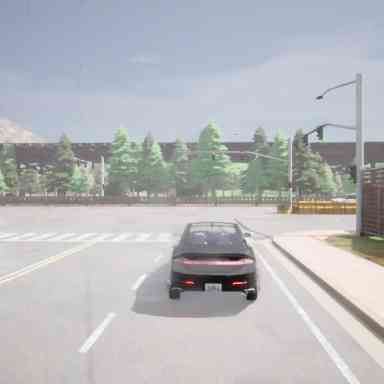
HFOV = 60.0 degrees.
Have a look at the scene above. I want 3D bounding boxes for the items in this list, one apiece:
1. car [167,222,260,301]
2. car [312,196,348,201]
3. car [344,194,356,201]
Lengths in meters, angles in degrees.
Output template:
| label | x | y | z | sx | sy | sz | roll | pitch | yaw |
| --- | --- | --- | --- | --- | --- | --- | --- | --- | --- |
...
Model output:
| label | x | y | z | sx | sy | sz | roll | pitch | yaw |
| --- | --- | --- | --- | --- | --- | --- | --- | --- | --- |
| car | 0.511 | 1.491 | 8.374 | 2.128 | 1.511 | 4.902 | 0 | 0 | 3 |
| car | 14.550 | 1.491 | 37.950 | 4.902 | 1.511 | 2.128 | 0 | 0 | 1 |
| car | 19.831 | 1.222 | 41.332 | 5.566 | 2.045 | 2.150 | 0 | 0 | 2 |
